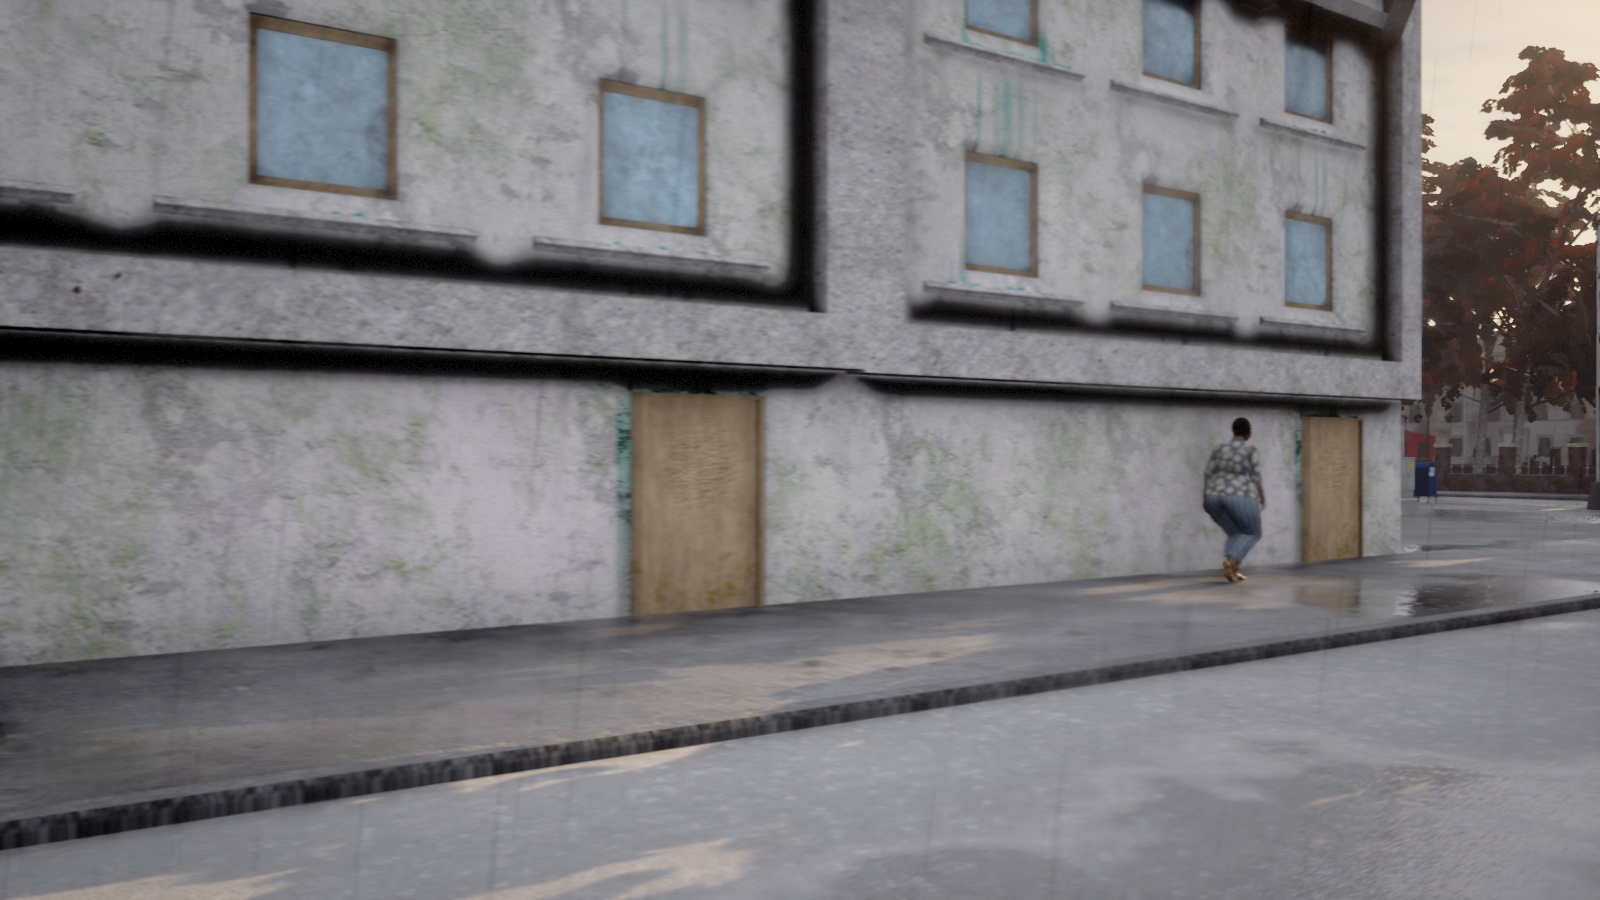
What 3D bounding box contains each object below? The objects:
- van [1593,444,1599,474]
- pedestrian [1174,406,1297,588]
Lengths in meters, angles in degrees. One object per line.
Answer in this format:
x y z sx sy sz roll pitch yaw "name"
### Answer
54.177 0.582 81.317 1.775 1.987 4.442 0 0 -35 "van"
4.642 0.478 13.416 0.900 1.855 0.874 0 0 -35 "pedestrian"
